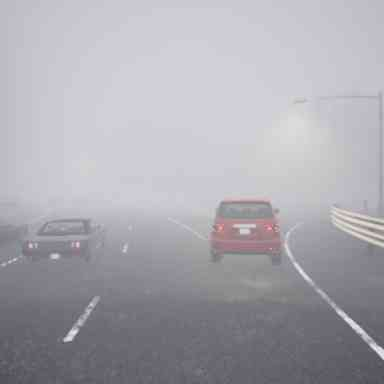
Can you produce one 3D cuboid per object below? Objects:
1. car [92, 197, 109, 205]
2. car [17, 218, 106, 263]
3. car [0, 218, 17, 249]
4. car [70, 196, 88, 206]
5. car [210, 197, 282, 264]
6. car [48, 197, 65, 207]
[{"bbox_3d":[-15.621,1.499,56.608,1.812,1.442,4.674,0,0,-33],"label":"car"},{"bbox_3d":[-4.289,1.599,11.998,1.895,1.301,4.718,0,0,-7],"label":"car"},{"bbox_3d":[-7.869,1.611,12.569,1.895,1.301,4.718,0,0,-7],"label":"car"},{"bbox_3d":[-18.636,1.492,54.830,1.837,1.490,4.892,0,0,-33],"label":"car"},{"bbox_3d":[1.974,1.196,12.026,2.150,2.045,5.566,0,0,10],"label":"car"},{"bbox_3d":[-21.650,1.549,53.052,2.033,1.411,5.357,0,0,-33],"label":"car"}]
